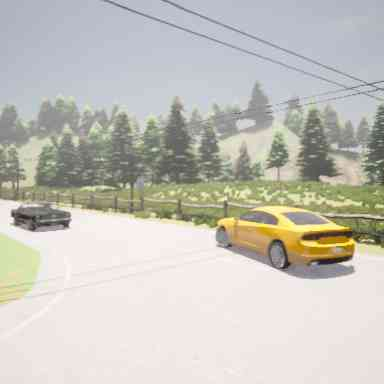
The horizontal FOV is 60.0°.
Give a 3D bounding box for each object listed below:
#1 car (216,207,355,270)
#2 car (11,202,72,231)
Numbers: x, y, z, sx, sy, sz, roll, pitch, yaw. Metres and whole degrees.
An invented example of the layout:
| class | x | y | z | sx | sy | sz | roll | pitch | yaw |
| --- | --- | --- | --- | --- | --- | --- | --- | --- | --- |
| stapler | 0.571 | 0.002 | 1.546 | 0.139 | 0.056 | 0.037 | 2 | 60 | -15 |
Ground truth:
| class | x | y | z | sx | sy | sz | roll | pitch | yaw |
| --- | --- | --- | --- | --- | --- | --- | --- | --- | --- |
| car | 2.517 | 1.184 | 10.258 | 1.882 | 1.535 | 5.008 | 0 | 1 | -23 |
| car | -8.079 | 1.208 | 17.713 | 1.895 | 1.301 | 4.718 | -2 | 2 | -41 |
